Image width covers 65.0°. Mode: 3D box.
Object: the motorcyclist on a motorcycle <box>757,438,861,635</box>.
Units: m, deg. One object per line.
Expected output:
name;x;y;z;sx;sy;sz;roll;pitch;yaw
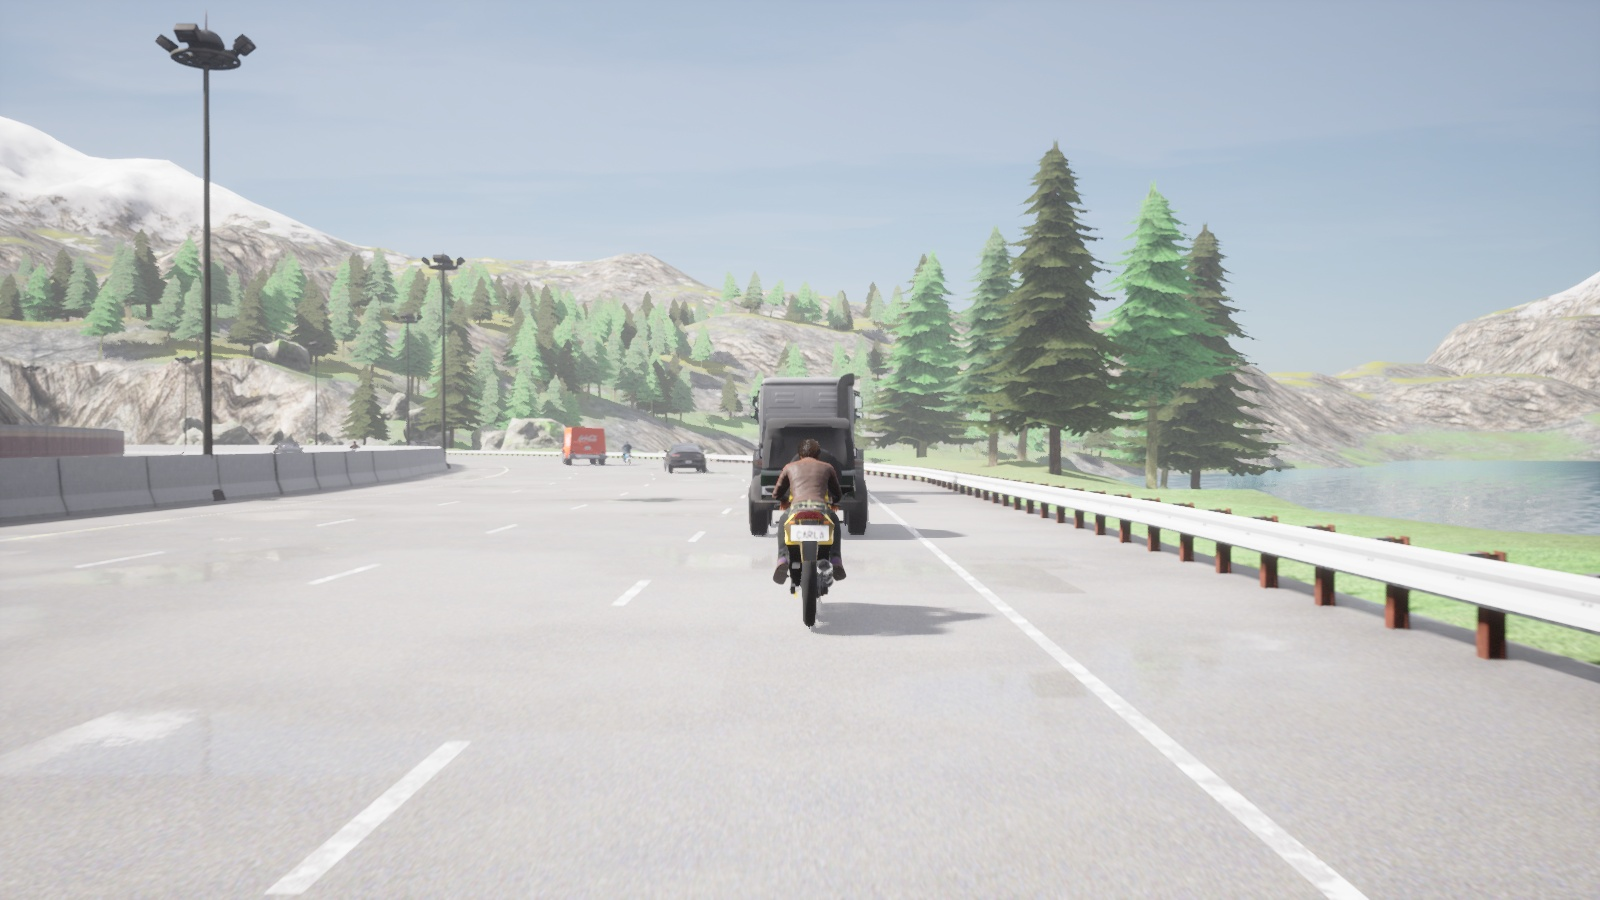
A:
motorcyclist on a motorcycle;0.076;0.660;10.695;0.797;1.523;2.044;0;0;0

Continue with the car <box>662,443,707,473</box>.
car;-5.707;0.370;61.790;1.812;1.442;4.674;0;0;-10

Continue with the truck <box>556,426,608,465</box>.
truck;-14.254;-0.279;81.873;2.627;2.467;5.204;0;0;-18

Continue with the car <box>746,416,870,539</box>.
car;0.134;0.406;21.125;1.905;1.878;3.866;0;0;0

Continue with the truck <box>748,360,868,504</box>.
truck;0.186;-0.455;34.171;2.891;3.462;7.936;0;0;0
